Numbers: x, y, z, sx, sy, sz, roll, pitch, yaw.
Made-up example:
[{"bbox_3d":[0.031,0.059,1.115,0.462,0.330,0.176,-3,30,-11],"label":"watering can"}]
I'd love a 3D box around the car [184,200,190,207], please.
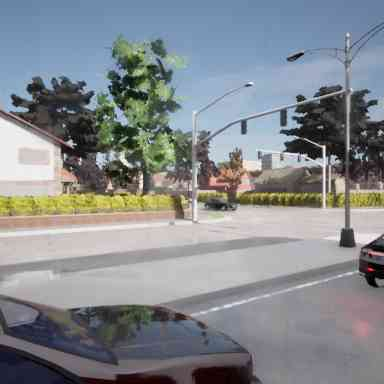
[{"bbox_3d":[-2.225,1.351,47.478,2.097,1.767,4.553,0,0,-36],"label":"car"}]

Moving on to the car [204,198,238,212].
[{"bbox_3d":[3.411,1.505,39.722,1.837,1.490,4.892,0,0,-36],"label":"car"}]

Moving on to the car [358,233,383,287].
[{"bbox_3d":[5.965,1.491,8.038,4.902,1.511,2.128,0,0,-35],"label":"car"}]

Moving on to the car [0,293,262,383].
[{"bbox_3d":[-1.954,1.547,2.355,5.357,1.411,2.033,0,0,-35],"label":"car"}]
